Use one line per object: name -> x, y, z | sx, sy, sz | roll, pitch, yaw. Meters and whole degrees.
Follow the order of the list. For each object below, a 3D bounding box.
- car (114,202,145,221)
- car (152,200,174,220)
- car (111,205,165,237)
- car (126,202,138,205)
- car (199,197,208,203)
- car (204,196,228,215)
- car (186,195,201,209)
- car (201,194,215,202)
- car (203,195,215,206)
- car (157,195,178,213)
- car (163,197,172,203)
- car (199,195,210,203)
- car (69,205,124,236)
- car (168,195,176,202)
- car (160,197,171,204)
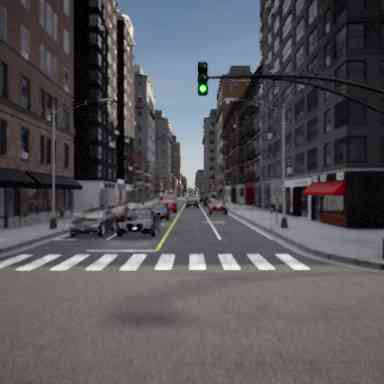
car -> -5.390, 1.622, 29.279 | 1.752, 1.417, 4.829 | 0, 0, 0
car -> -2.848, 1.653, 28.483 | 1.994, 1.385, 4.181 | 0, 0, 0
car -> -2.850, 1.624, 18.509 | 1.994, 1.385, 4.181 | 0, 0, 0
car -> -5.389, 1.626, 23.996 | 1.887, 1.381, 4.507 | 0, 0, 0
car -> 2.634, 1.783, 78.529 | 1.947, 1.339, 4.313 | 0, 0, 0
car -> 2.635, 1.535, 34.896 | 1.967, 1.590, 4.097 | 0, 0, 0
car -> 0.049, 1.641, 48.668 | 1.837, 1.490, 4.892 | 0, 0, 0
car -> 2.978, 1.376, 55.612 | 2.150, 2.045, 5.566 | 0, 0, 0
car -> 3.018, 1.633, 48.582 | 1.837, 1.490, 4.892 | 0, 0, 0
car -> -2.844, 1.339, 39.143 | 2.150, 2.045, 5.566 | 0, 0, 0
car -> -5.390, 1.798, 73.079 | 1.802, 1.307, 4.206 | 0, 0, 0
car -> 2.633, 1.513, 73.077 | 2.192, 1.841, 5.009 | 0, 0, 0
car -> -5.389, 1.617, 18.541 | 2.008, 1.369, 4.403 | 0, 0, 0
car -> -5.391, 1.716, 89.440 | 1.967, 1.590, 4.097 | 0, 0, 0
car -> -5.390, 1.724, 67.456 | 1.752, 1.417, 4.829 | 0, 0, 0
